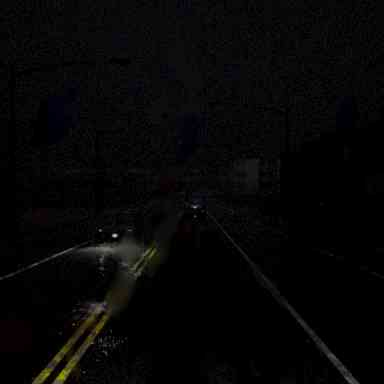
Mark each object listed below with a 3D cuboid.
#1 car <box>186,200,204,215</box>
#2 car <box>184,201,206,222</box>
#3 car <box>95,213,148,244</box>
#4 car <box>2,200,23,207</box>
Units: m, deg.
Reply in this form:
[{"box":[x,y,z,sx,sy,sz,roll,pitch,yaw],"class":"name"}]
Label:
[{"box":[0.372,1.912,42.064,2.097,1.767,4.553,0,-1,0],"class":"car"},{"box":[0.302,1.904,30.839,2.128,1.511,4.902,0,-1,0],"class":"car"},{"box":[-3.448,1.789,16.863,1.994,1.385,4.181,0,-1,1],"class":"car"},{"box":[-45.433,2.887,83.349,3.806,1.475,1.970,-1,-1,-1],"class":"car"}]
